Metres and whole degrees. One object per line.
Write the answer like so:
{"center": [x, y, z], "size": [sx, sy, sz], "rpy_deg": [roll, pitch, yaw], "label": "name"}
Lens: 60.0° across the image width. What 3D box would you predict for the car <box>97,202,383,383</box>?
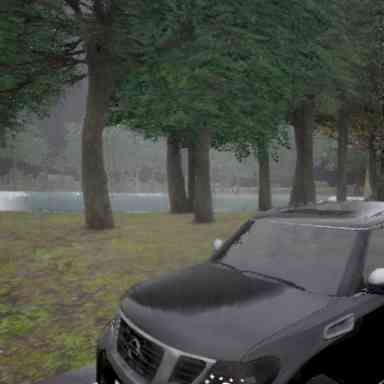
{"center": [1.693, 1.210, 4.241], "size": [5.566, 2.045, 2.150], "rpy_deg": [-1, 1, -36], "label": "car"}
